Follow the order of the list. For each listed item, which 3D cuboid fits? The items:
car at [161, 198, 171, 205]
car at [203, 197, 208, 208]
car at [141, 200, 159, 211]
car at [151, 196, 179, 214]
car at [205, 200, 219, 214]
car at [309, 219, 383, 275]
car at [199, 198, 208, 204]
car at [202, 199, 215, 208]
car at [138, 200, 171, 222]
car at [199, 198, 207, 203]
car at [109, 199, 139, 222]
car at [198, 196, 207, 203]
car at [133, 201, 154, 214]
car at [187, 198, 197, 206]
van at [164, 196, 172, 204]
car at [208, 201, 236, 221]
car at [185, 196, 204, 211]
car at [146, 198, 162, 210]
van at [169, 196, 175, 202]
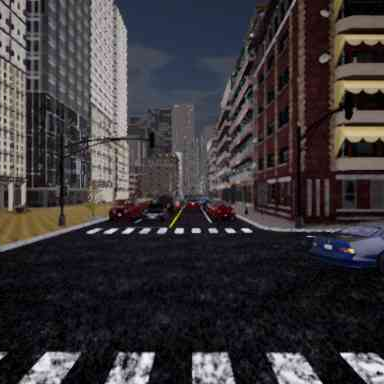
[{"bbox_3d":[-5.672,2.044,72.865,1.887,1.381,4.507,0,0,0],"label":"car"},{"bbox_3d":[2.697,1.699,39.697,1.967,1.590,4.097,0,0,0],"label":"car"},{"bbox_3d":[-5.681,1.864,45.227,1.947,1.339,4.313,0,0,0],"label":"car"},{"bbox_3d":[-3.067,1.479,39.092,2.150,2.045,5.566,0,-1,0],"label":"car"},{"bbox_3d":[2.696,1.767,34.168,1.887,1.381,4.507,0,0,0],"label":"car"},{"bbox_3d":[6.304,1.553,10.282,5.357,1.411,2.033,-2,0,-18],"label":"car"},{"bbox_3d":[2.711,2.085,78.389,1.887,1.381,4.507,0,0,0],"label":"car"},{"bbox_3d":[2.703,1.942,56.279,1.947,1.339,4.313,0,0,0],"label":"car"},{"bbox_3d":[-3.080,1.709,28.324,1.812,1.442,4.674,0,0,0],"label":"car"},{"bbox_3d":[2.712,2.133,83.916,2.008,1.369,4.403,0,0,0],"label":"car"},{"bbox_3d":[-5.688,1.501,28.646,2.192,1.841,5.009,0,0,0],"label":"car"},{"bbox_3d":[2.712,1.940,89.446,2.192,1.841,5.009,0,0,0],"label":"car"},{"bbox_3d":[-5.683,1.804,39.699,1.887,1.381,4.507,0,0,0],"label":"car"},{"bbox_3d":[0.021,2.025,68.526,1.994,1.385,4.181,0,0,0],"label":"car"},{"bbox_3d":[-5.671,1.882,78.394,1.690,1.788,3.998,0,0,0],"label":"van"},{"bbox_3d":[2.694,1.730,28.641,1.887,1.381,4.507,0,0,0],"label":"car"},{"bbox_3d":[0.115,1.648,44.971,2.097,1.767,4.553,0,0,0],"label":"car"},{"bbox_3d":[-5.680,1.777,50.756,1.967,1.590,4.097,0,0,0],"label":"car"},{"bbox_3d":[-5.666,2.010,94.976,1.690,1.788,3.998,0,0,0],"label":"van"}]
